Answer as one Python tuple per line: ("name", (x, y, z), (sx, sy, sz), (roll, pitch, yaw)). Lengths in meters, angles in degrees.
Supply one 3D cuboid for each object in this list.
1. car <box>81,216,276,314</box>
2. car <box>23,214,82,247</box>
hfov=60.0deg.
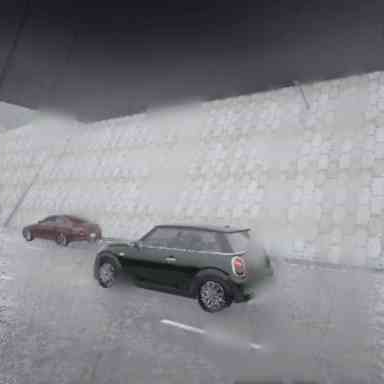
("car", (-0.357, 1.549, 8.308), (4.553, 1.767, 2.097), (0, -2, 34))
("car", (-6.480, 1.810, 16.600), (4.674, 1.442, 1.812), (0, -2, 34))
